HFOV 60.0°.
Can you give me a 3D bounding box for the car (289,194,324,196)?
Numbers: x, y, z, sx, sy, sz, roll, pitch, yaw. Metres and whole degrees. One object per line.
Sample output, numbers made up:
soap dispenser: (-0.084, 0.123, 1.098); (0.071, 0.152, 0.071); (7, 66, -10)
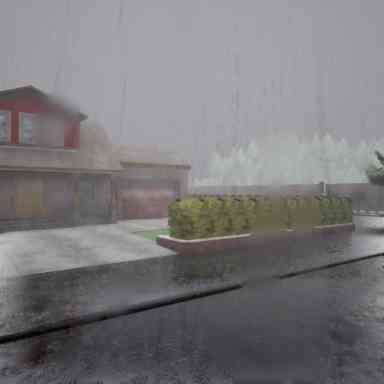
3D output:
car: (10.665, 1.221, 28.618); (2.150, 2.045, 5.566); (0, 0, -36)
